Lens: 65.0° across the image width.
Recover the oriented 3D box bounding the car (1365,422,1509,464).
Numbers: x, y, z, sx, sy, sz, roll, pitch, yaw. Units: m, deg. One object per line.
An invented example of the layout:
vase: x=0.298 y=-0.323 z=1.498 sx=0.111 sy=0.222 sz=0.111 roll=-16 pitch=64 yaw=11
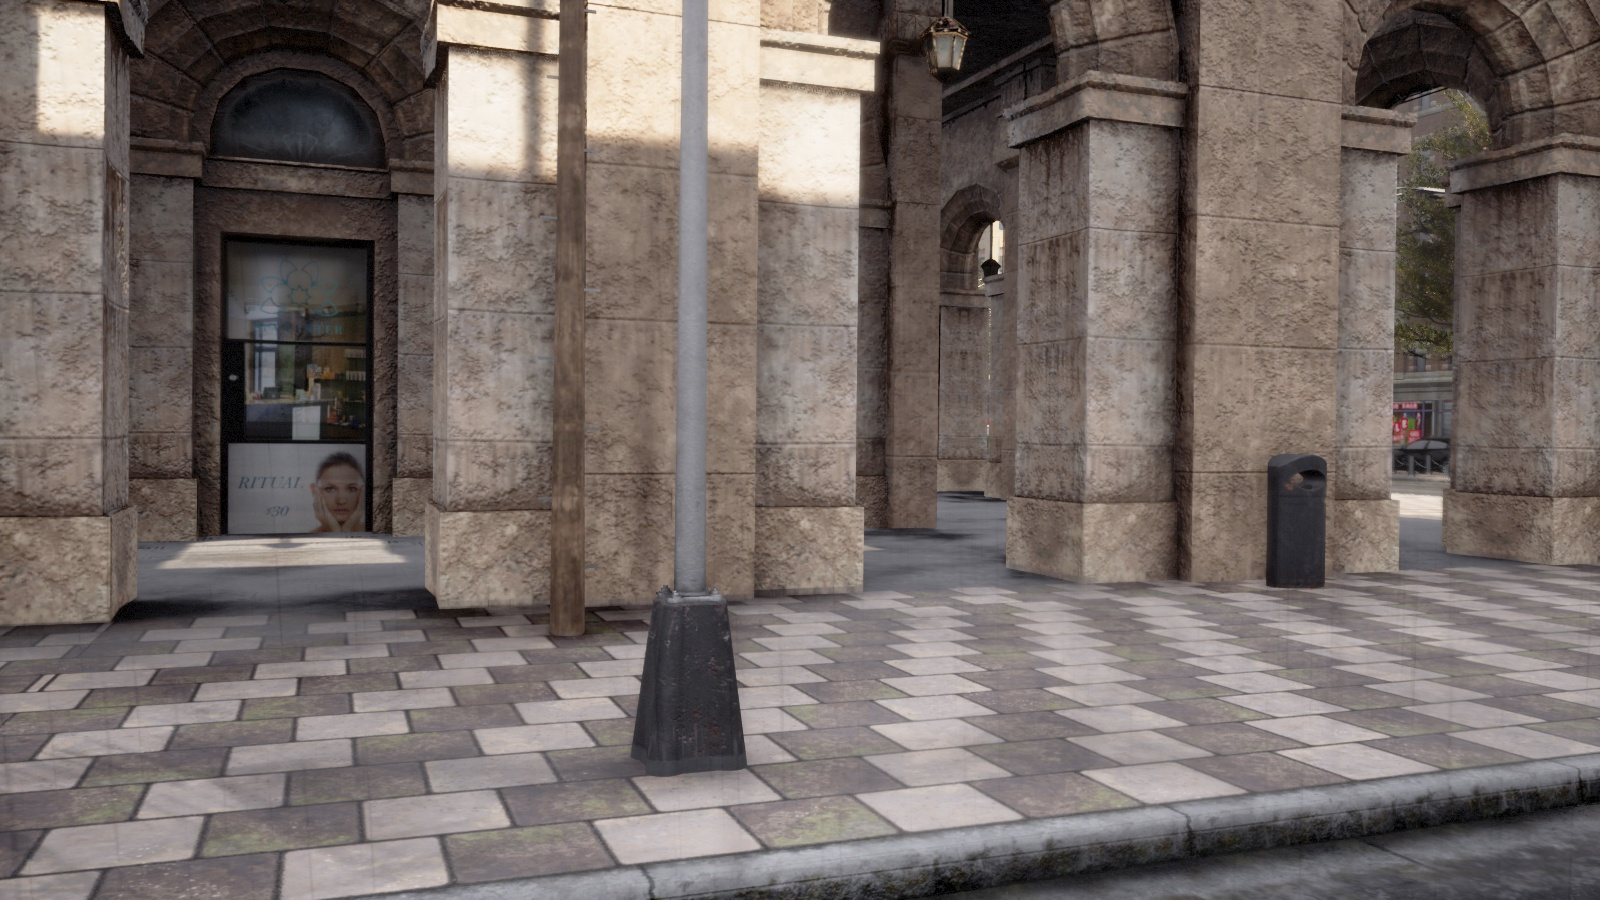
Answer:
car: x=24.619 y=-0.284 z=48.763 sx=1.882 sy=1.535 sz=5.008 roll=-1 pitch=1 yaw=-21

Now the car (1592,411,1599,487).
car: x=20.346 y=-0.014 z=27.671 sx=2.097 sy=1.767 sz=4.553 roll=-1 pitch=1 yaw=-20
